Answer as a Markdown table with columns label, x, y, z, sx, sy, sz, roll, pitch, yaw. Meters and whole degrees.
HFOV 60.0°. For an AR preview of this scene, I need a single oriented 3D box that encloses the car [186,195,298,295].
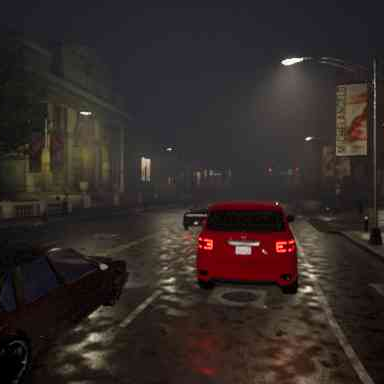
| label | x | y | z | sx | sy | sz | roll | pitch | yaw |
| --- | --- | --- | --- | --- | --- | --- | --- | --- | --- |
| car | 1.591 | 1.225 | 9.061 | 2.150 | 2.045 | 5.566 | 0 | 0 | 13 |

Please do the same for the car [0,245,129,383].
| label | x | y | z | sx | sy | sz | roll | pitch | yaw |
| --- | --- | --- | --- | --- | --- | --- | --- | --- | --- |
| car | -2.657 | 1.549 | 5.081 | 2.033 | 1.411 | 5.357 | 0 | 0 | 8 |

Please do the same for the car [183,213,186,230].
| label | x | y | z | sx | sy | sz | roll | pitch | yaw |
| --- | --- | --- | --- | --- | --- | --- | --- | --- | --- |
| car | 0.798 | 1.499 | 20.554 | 2.128 | 1.511 | 4.902 | 0 | 0 | 14 |

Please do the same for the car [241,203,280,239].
| label | x | y | z | sx | sy | sz | roll | pitch | yaw |
| --- | --- | --- | --- | --- | --- | --- | --- | --- | --- |
| car | 3.942 | 1.484 | 18.724 | 1.882 | 1.535 | 5.008 | 0 | 0 | 14 |
